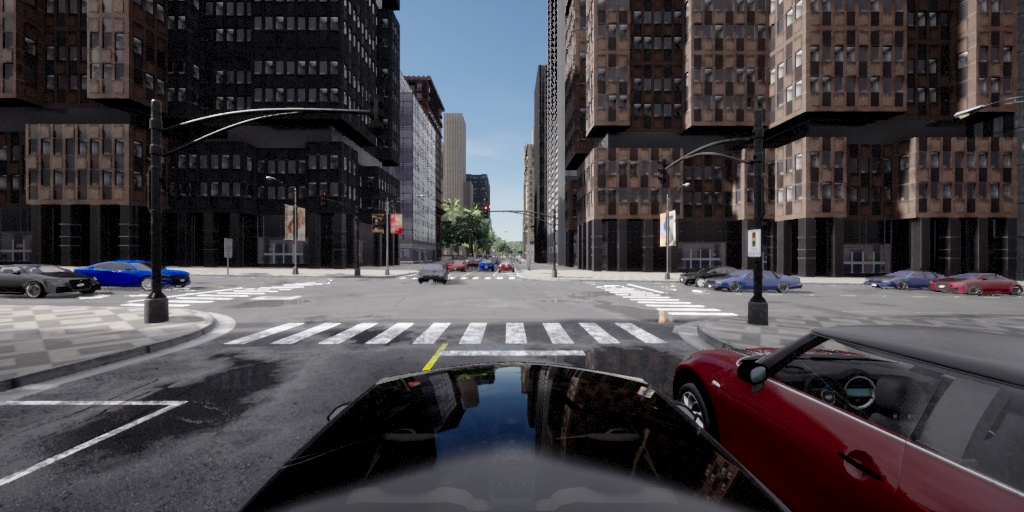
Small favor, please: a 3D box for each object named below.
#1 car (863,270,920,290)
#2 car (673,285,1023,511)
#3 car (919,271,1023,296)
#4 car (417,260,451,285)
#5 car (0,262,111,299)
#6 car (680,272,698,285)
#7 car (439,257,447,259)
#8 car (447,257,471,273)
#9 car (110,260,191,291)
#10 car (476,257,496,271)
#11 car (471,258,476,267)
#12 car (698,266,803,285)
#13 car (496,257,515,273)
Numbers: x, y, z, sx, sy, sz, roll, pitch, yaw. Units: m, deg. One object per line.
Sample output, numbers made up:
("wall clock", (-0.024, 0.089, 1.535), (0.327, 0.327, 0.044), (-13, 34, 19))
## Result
("car", (28.820, 1.734, 25.908), (5.357, 1.411, 2.033), (1, 0, 0))
("car", (2.763, 1.190, 2.445), (1.967, 1.591, 4.097), (0, 0, 0))
("car", (29.142, 1.758, 22.657), (4.181, 1.385, 1.994), (1, 0, 0))
("car", (-5.643, 1.234, 25.869), (2.033, 1.411, 5.357), (1, 0, -9))
("car", (-20.784, 1.053, 15.609), (4.181, 1.385, 1.994), (1, 0, 0))
("car", (14.707, 1.459, 25.809), (5.008, 1.535, 1.882), (1, 0, -1))
("car", (-9.225, 1.084, 49.195), (2.192, 1.841, 5.009), (0, 0, 0))
("car", (-6.519, 1.235, 43.579), (1.882, 1.535, 5.008), (0, 0, 0))
("car", (-19.850, 0.976, 18.864), (5.008, 1.535, 1.882), (1, 0, 0))
("car", (-3.351, 1.246, 48.826), (1.882, 1.535, 5.008), (0, 0, -1))
("car", (-6.629, 1.396, 60.333), (1.895, 1.301, 4.718), (0, 0, 0))
("car", (15.101, 1.539, 22.562), (5.357, 1.411, 2.033), (1, 0, 0))
("car", (-0.658, 1.197, 43.832), (1.967, 1.591, 4.097), (0, 0, 0))
